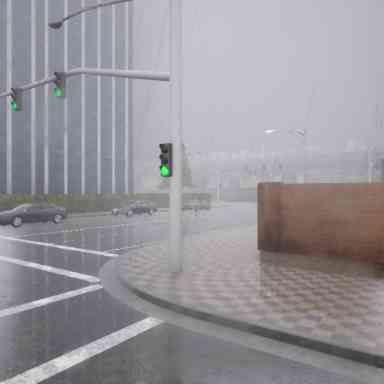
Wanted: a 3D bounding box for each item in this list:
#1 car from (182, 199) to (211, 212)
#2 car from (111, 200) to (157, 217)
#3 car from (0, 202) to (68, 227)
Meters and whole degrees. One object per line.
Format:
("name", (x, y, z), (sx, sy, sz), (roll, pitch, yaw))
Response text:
("car", (0.480, 1.564, 39.072), (1.994, 1.385, 4.181), (0, 0, 35))
("car", (-5.298, 1.492, 30.968), (2.128, 1.511, 4.902), (0, 0, 35))
("car", (-11.008, 1.505, 22.940), (1.837, 1.490, 4.892), (0, 0, 35))
